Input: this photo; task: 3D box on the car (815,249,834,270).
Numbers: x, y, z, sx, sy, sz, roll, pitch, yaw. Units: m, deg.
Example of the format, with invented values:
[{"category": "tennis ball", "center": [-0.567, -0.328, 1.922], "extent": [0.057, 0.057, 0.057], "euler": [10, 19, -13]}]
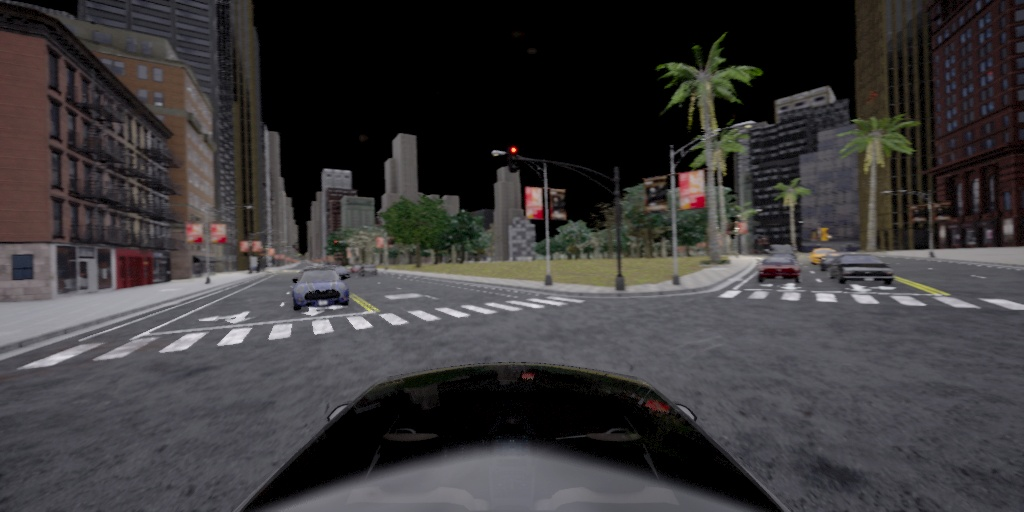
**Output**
[{"category": "car", "center": [23.411, 0.386, 25.752], "extent": [1.994, 1.385, 4.181], "euler": [-2, 0, 37]}]

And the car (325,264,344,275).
[{"category": "car", "center": [-26.772, 2.036, 54.021], "extent": [2.128, 1.511, 4.902], "euler": [-2, 0, -30]}]

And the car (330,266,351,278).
[{"category": "car", "center": [-21.735, 1.957, 45.371], "extent": [1.994, 1.385, 4.181], "euler": [-2, 0, -30]}]

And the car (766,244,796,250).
[{"category": "car", "center": [26.874, -0.139, 35.846], "extent": [2.150, 2.045, 5.566], "euler": [-2, 0, 36]}]

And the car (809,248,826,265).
[{"category": "car", "center": [29.562, 0.033, 34.008], "extent": [1.882, 1.535, 5.008], "euler": [-2, 0, 36]}]

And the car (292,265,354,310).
[{"category": "car", "center": [-8.842, 1.362, 16.552], "extent": [2.097, 1.767, 4.553], "euler": [-2, 0, -30]}]

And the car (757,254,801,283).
[{"category": "car", "center": [15.101, 0.747, 20.373], "extent": [1.895, 1.301, 4.718], "euler": [-2, 0, 36]}]

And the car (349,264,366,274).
[{"category": "car", "center": [-24.239, 2.033, 56.131], "extent": [1.994, 1.385, 4.181], "euler": [-2, 0, -30]}]

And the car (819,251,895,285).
[{"category": "car", "center": [17.711, 0.611, 18.479], "extent": [2.033, 1.411, 5.357], "euler": [-2, 0, 35]}]

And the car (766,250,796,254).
[{"category": "car", "center": [20.515, 0.480, 27.312], "extent": [1.994, 1.385, 4.181], "euler": [-2, 0, 38]}]

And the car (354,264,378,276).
[{"category": "car", "center": [-19.093, 1.806, 47.482], "extent": [2.128, 1.511, 4.902], "euler": [-2, 0, -30]}]
